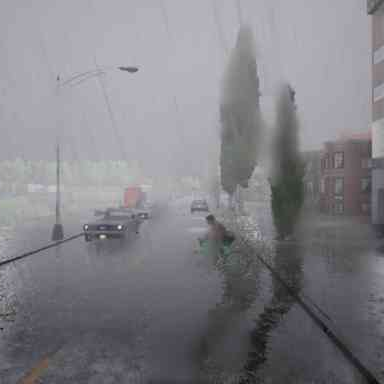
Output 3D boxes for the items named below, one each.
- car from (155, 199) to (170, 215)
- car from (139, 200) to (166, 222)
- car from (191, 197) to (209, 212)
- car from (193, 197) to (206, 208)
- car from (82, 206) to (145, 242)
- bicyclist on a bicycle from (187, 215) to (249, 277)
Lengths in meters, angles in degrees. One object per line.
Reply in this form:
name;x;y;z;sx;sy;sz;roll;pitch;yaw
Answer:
car;-3.325;1.502;33.833;1.837;1.490;4.892;0;0;2
car;-3.474;1.562;25.788;1.994;1.385;4.181;0;0;1
car;0.888;1.561;38.282;1.994;1.385;4.181;0;0;2
car;1.118;1.522;49.454;1.812;1.442;4.674;0;0;2
car;-3.768;1.600;16.401;1.895;1.301;4.718;0;0;1
bicyclist on a bicycle;0.667;1.432;8.748;1.656;1.620;0.582;-2;0;2
